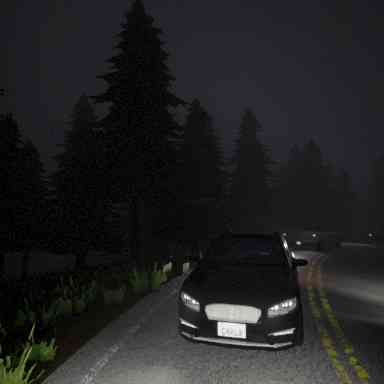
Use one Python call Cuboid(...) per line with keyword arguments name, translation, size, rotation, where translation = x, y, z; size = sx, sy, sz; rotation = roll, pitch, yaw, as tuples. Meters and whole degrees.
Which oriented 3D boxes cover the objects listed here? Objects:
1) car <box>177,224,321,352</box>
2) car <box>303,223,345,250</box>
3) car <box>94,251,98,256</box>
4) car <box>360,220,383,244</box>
Cuboid(name="car", translation=(1.139, 1.562, 6.627), size=(2.128, 1.511, 4.902), rotation=(-1, -2, 15))
Cuboid(name="car", translation=(6.537, 2.311, 17.750), size=(1.895, 1.301, 4.718), rotation=(-3, -6, 39))
Cuboid(name="car", translation=(-20.220, 13.650, 73.008), size=(4.181, 1.381, 1.994), rotation=(-2, -5, 31))
Cuboid(name="car", translation=(15.914, 3.230, 26.488), size=(5.566, 2.045, 2.150), rotation=(8, -8, -28))
